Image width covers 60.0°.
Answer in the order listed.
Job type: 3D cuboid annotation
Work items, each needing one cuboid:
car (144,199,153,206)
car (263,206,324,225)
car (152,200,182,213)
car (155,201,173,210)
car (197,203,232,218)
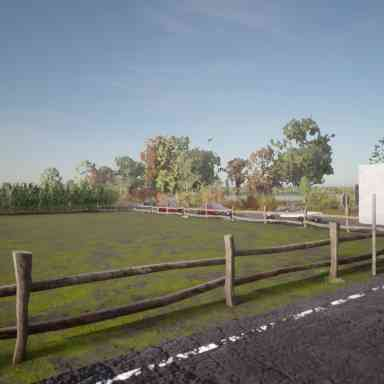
[{"bbox_3d":[-8.605,2.254,67.435,2.128,1.511,4.902,0,0,-19],"label":"car"},{"bbox_3d":[8.063,1.833,26.783,1.895,1.301,4.718,-1,0,-35],"label":"car"},{"bbox_3d":[-3.058,1.983,43.668,1.882,1.535,5.008,-1,0,-29],"label":"car"},{"bbox_3d":[-4.702,2.136,54.414,1.812,1.442,4.674,-1,-1,-19],"label":"car"},{"bbox_3d":[2.299,1.898,35.097,1.812,1.442,4.674,-1,0,-34],"label":"car"}]
